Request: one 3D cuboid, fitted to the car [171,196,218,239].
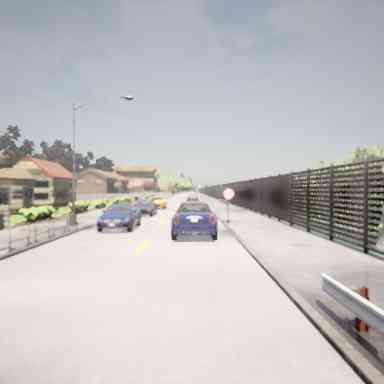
[{"bbox_3d":[0.106,1.234,16.585,2.097,1.767,4.553,0,0,0],"label":"car"}]

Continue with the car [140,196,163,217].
[{"bbox_3d":[-4.060,1.342,29.022,2.033,1.411,5.357,0,0,0],"label":"car"}]

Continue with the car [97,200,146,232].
[{"bbox_3d":[-4.080,1.389,19.255,1.812,1.442,4.674,0,0,0],"label":"car"}]

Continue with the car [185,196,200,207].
[{"bbox_3d":[0.114,1.237,46.238,1.994,1.385,4.181,0,0,0],"label":"car"}]

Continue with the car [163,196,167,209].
[{"bbox_3d":[-3.987,1.200,39.285,1.882,1.535,5.008,0,0,0],"label":"car"}]
